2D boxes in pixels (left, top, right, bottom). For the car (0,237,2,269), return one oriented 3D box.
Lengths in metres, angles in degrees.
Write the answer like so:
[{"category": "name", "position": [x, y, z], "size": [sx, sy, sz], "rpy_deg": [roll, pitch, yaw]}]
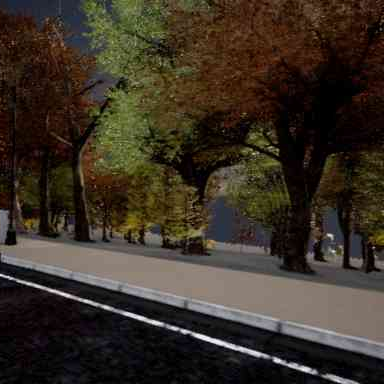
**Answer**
[{"category": "car", "position": [-7.287, 1.365, 9.039], "size": [5.566, 2.045, 2.150], "rpy_deg": [0, -1, 37]}]
